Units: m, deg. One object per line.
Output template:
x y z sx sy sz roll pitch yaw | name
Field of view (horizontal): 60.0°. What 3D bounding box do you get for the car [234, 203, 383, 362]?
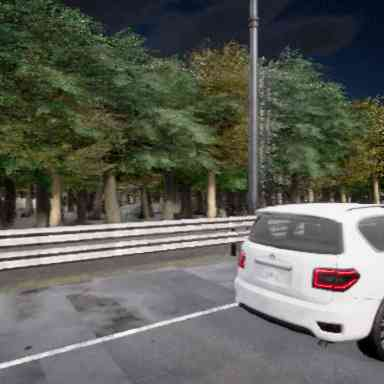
3.291 1.219 6.120 5.566 2.045 2.150 0 0 -35 | car
